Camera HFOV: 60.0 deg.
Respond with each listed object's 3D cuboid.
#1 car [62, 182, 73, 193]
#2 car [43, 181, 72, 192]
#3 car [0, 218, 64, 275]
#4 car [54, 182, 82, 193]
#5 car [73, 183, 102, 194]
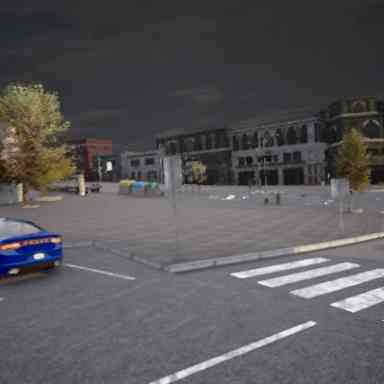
[{"bbox_3d":[-18.697,-0.707,55.195,2.231,1.521,4.892,1,6,16],"label":"car"},{"bbox_3d":[-23.535,-0.956,58.579,2.097,1.535,5.008,1,6,15],"label":"car"},{"bbox_3d":[-5.867,1.510,9.882,5.008,1.535,2.097,-1,-1,36],"label":"car"},{"bbox_3d":[-21.116,-0.793,56.897,2.002,1.452,4.674,0,6,16],"label":"car"},{"bbox_3d":[-16.315,-0.546,53.435,2.163,1.488,4.792,1,6,16],"label":"car"}]
